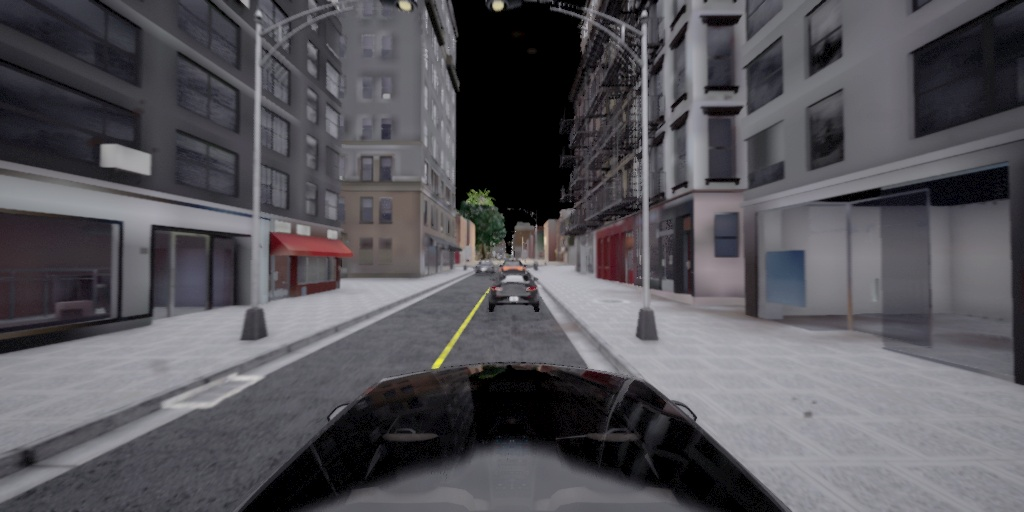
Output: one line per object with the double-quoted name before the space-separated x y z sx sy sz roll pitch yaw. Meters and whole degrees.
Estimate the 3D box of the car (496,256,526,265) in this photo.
"car" 0.072 1.065 28.234 2.097 1.767 4.553 0 0 0

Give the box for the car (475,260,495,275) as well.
"car" -2.813 1.177 37.990 2.128 1.511 4.902 0 0 0

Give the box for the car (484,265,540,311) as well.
"car" 0.076 1.266 14.216 1.812 1.442 4.674 0 0 0
